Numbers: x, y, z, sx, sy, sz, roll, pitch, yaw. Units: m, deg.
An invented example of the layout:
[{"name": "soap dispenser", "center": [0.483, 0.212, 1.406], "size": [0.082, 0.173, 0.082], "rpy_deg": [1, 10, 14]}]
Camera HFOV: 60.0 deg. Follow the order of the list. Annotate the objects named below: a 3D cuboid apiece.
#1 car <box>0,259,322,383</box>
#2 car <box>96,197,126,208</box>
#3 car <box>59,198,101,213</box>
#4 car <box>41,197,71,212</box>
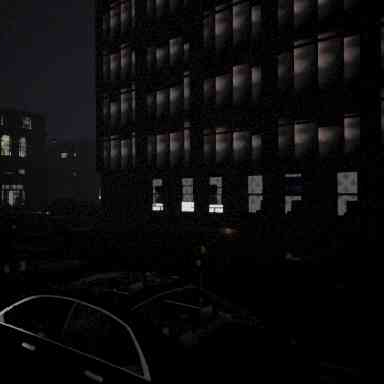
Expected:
[{"name": "car", "center": [-0.961, 1.551, 3.562], "size": [4.403, 1.369, 2.008], "rpy_deg": [0, 0, 35]}, {"name": "car", "center": [-12.395, 1.643, 51.182], "size": [1.967, 1.590, 4.097], "rpy_deg": [-1, -1, 36]}, {"name": "car", "center": [-12.177, 1.683, 37.276], "size": [1.802, 1.307, 4.206], "rpy_deg": [-1, -1, 36]}, {"name": "car", "center": [-16.374, 1.489, 41.397], "size": [2.097, 1.767, 4.553], "rpy_deg": [0, -1, 37]}]
